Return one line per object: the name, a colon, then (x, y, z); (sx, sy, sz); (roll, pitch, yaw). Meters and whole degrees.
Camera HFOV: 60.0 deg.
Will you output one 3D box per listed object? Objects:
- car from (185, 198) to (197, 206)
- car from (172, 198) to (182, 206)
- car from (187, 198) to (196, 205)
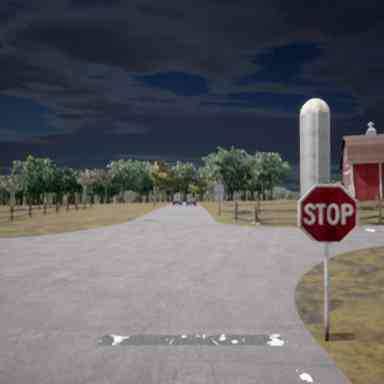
car: (-0.108, 1.835, 61.161); (1.837, 1.490, 4.892); (0, -1, 0)
car: (-2.866, 1.939, 65.765); (2.033, 1.411, 5.357); (0, -1, 0)
car: (-0.126, 1.993, 71.591); (1.994, 1.385, 4.181); (0, -1, 0)
